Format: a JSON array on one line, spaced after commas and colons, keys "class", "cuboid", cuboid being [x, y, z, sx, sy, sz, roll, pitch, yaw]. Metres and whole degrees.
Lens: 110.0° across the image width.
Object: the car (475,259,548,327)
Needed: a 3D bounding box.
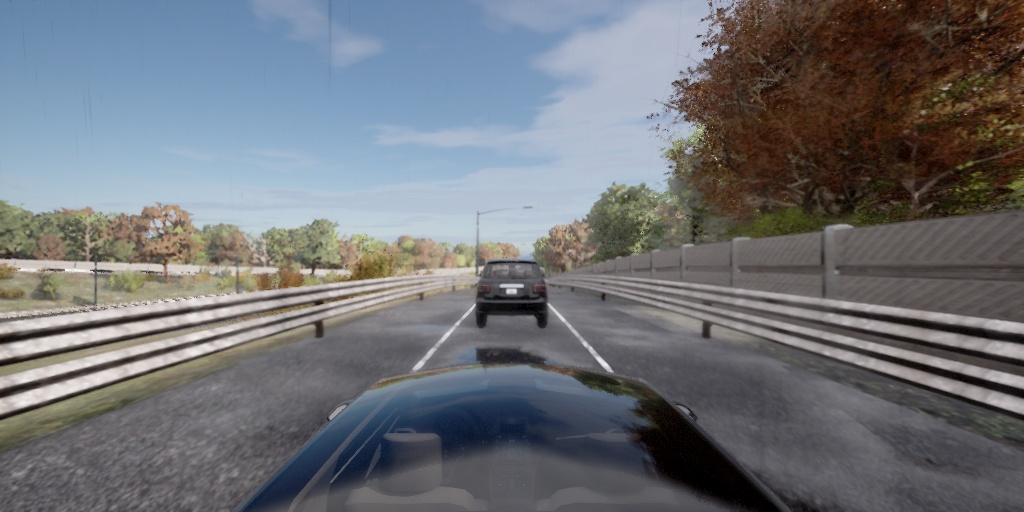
[{"class": "car", "cuboid": [0.007, 1.165, 12.458, 2.150, 2.045, 5.566, 0, -2, 0]}]
